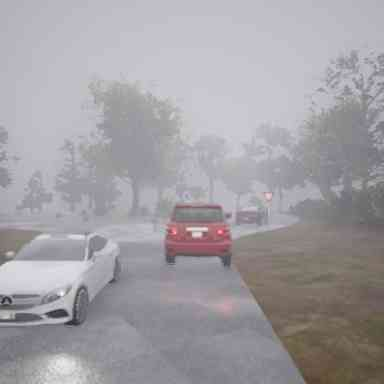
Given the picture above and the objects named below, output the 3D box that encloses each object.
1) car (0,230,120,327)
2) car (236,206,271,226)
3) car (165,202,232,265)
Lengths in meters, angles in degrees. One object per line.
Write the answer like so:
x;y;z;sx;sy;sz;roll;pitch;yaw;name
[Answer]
-2.829;1.624;7.361;1.812;1.442;4.674;0;-1;0;car
5.013;1.830;26.685;1.882;1.535;5.008;0;-1;25;car
0.306;1.390;12.592;2.150;2.045;5.566;0;-1;3;car
